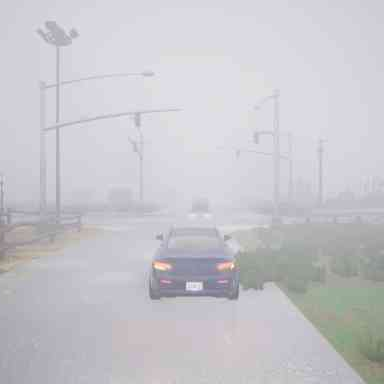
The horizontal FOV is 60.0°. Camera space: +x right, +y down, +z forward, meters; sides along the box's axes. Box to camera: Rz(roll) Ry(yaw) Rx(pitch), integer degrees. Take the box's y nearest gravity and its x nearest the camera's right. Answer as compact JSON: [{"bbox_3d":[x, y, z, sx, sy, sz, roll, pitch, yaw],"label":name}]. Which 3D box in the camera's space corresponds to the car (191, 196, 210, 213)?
[{"bbox_3d":[0.932,1.443,36.316,1.882,1.535,5.008,0,0,3],"label":"car"}]

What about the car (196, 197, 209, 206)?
[{"bbox_3d":[1.777,1.512,54.205,2.033,1.411,5.357,0,0,3],"label":"car"}]

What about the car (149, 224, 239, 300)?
[{"bbox_3d":[0.044,1.526,8.271,1.812,1.442,4.674,0,0,0],"label":"car"}]

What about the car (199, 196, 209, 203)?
[{"bbox_3d":[2.572,1.512,69.409,2.033,1.411,5.357,0,0,3],"label":"car"}]
